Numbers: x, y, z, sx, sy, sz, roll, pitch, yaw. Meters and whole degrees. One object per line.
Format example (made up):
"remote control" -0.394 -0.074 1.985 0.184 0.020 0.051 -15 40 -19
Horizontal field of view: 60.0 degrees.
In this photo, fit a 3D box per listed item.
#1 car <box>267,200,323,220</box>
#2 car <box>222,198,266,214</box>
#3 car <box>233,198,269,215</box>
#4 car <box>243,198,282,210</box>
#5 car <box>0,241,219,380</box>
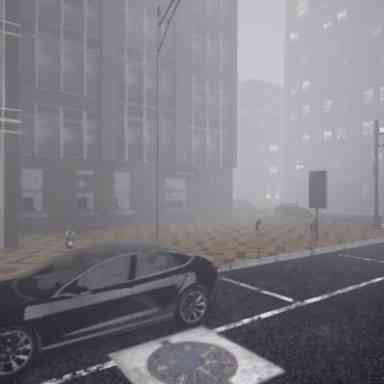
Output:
"car" 8.591 1.503 27.160 1.802 1.307 4.206 0 0 -36
"car" 5.503 1.418 35.911 1.837 1.490 4.892 0 0 -36
"car" 5.390 1.435 31.623 1.752 1.417 4.829 0 0 -36
"car" 8.698 1.456 41.387 1.752 1.417 4.829 0 0 -36
"car" -1.484 1.564 5.498 4.313 1.339 1.947 0 0 -36
